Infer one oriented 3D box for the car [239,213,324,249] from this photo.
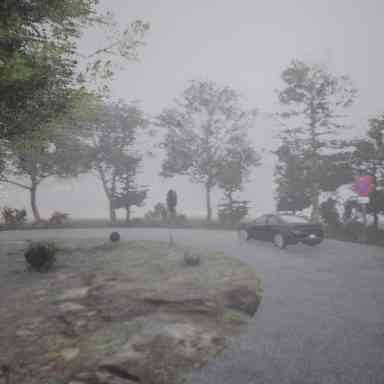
[{"bbox_3d":[4.180,1.795,16.410,1.882,1.535,5.008,1,-2,-22],"label":"car"}]
